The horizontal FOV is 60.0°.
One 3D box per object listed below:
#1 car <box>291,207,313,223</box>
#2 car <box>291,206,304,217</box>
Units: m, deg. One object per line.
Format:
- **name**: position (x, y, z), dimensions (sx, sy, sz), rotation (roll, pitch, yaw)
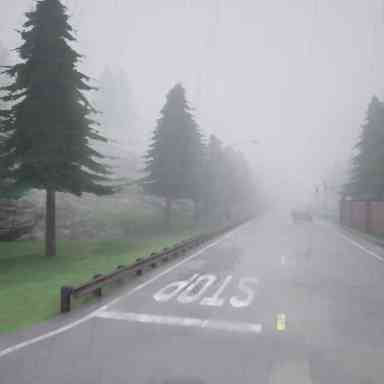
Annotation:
- **car**: position (11.957, 2.510, 36.074), dimensions (1.812, 1.442, 4.674), rotation (-1, -2, 16)
- **car**: position (16.230, 2.981, 51.256), dimensions (1.812, 1.442, 4.674), rotation (-1, -2, 16)
